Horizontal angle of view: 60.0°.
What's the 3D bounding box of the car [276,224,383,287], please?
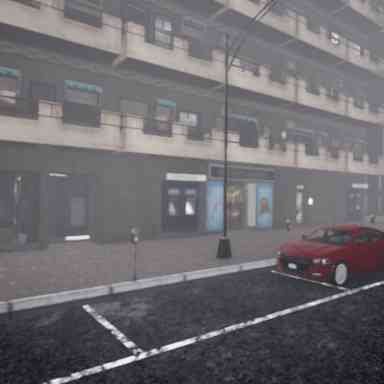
[{"bbox_3d":[4.354,1.640,9.656,4.507,1.381,1.887,1,0,-35],"label":"car"}]
